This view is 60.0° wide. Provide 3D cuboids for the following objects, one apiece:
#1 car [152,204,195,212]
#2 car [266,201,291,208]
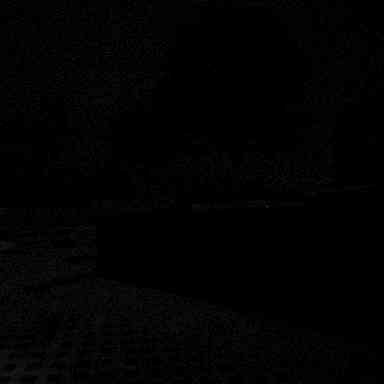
[{"bbox_3d":[-1.578,1.708,26.180,2.097,1.767,4.553,-1,-1,35],"label":"car"},{"bbox_3d":[11.573,2.047,44.283,2.097,1.767,4.553,-1,-1,38],"label":"car"}]
